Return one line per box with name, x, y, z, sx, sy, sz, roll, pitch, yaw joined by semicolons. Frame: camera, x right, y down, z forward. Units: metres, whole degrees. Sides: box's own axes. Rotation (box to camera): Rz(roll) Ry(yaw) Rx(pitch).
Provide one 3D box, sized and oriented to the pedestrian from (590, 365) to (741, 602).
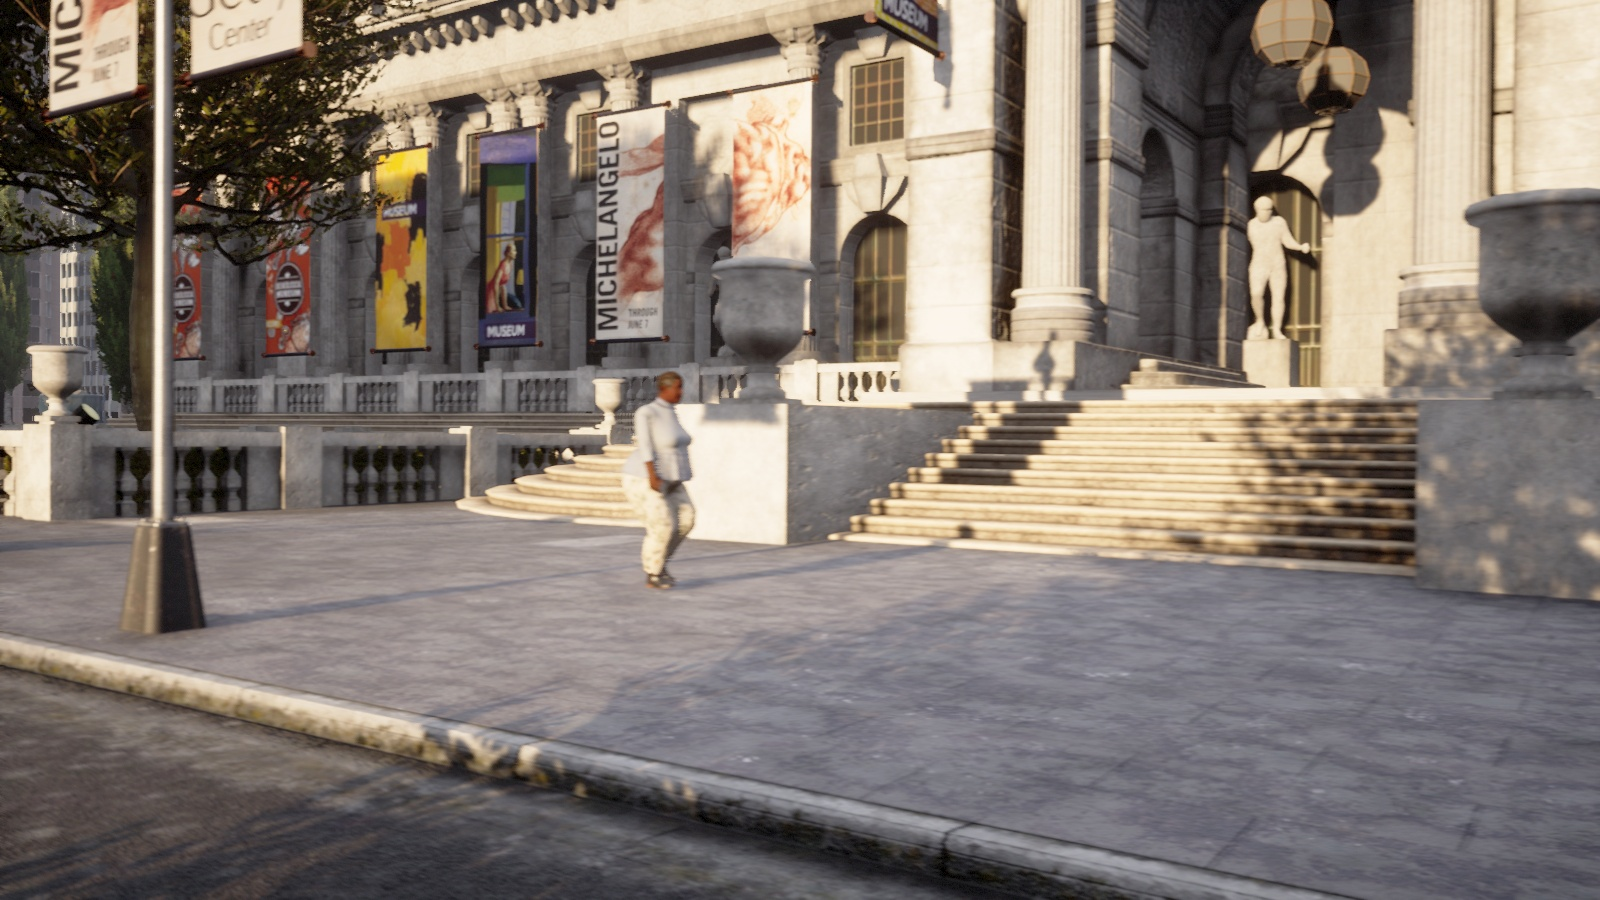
pedestrian;-1.099;0.256;10.402;0.900;1.855;0.874;0;1;26
